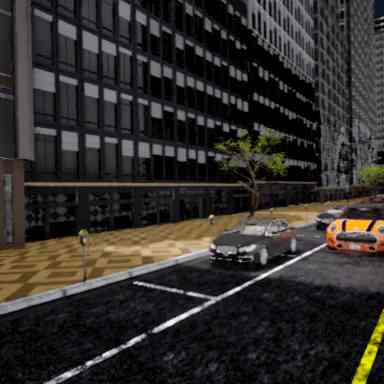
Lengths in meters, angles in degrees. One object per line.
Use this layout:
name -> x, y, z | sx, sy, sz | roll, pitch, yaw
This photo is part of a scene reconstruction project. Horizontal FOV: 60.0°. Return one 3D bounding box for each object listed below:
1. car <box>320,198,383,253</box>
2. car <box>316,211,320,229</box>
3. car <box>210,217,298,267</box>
car -> 6.916, 1.297, 13.240 | 2.097, 1.767, 4.553 | -1, 0, 36
car -> 8.990, 1.492, 20.638 | 2.008, 1.369, 4.403 | -2, -1, 36
car -> 2.279, 1.567, 11.464 | 2.008, 1.369, 4.403 | -2, -1, 36
